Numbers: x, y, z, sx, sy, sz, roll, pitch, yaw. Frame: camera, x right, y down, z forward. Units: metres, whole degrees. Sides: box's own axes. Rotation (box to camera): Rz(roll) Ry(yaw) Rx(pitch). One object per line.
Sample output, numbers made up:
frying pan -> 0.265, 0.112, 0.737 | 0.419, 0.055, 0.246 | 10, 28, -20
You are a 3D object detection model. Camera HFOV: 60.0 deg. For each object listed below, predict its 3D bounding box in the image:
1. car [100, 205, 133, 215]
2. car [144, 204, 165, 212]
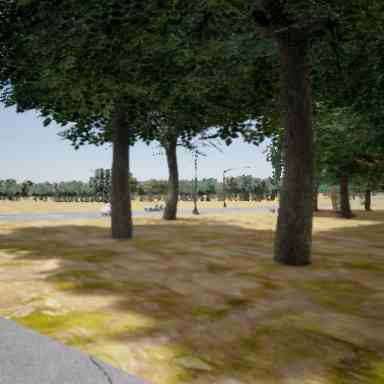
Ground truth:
car -> -9.920, 2.343, 44.010 | 1.812, 1.442, 4.674 | 0, -2, 37
car -> -6.570, 2.868, 60.204 | 1.895, 1.301, 4.718 | 0, -1, 37
